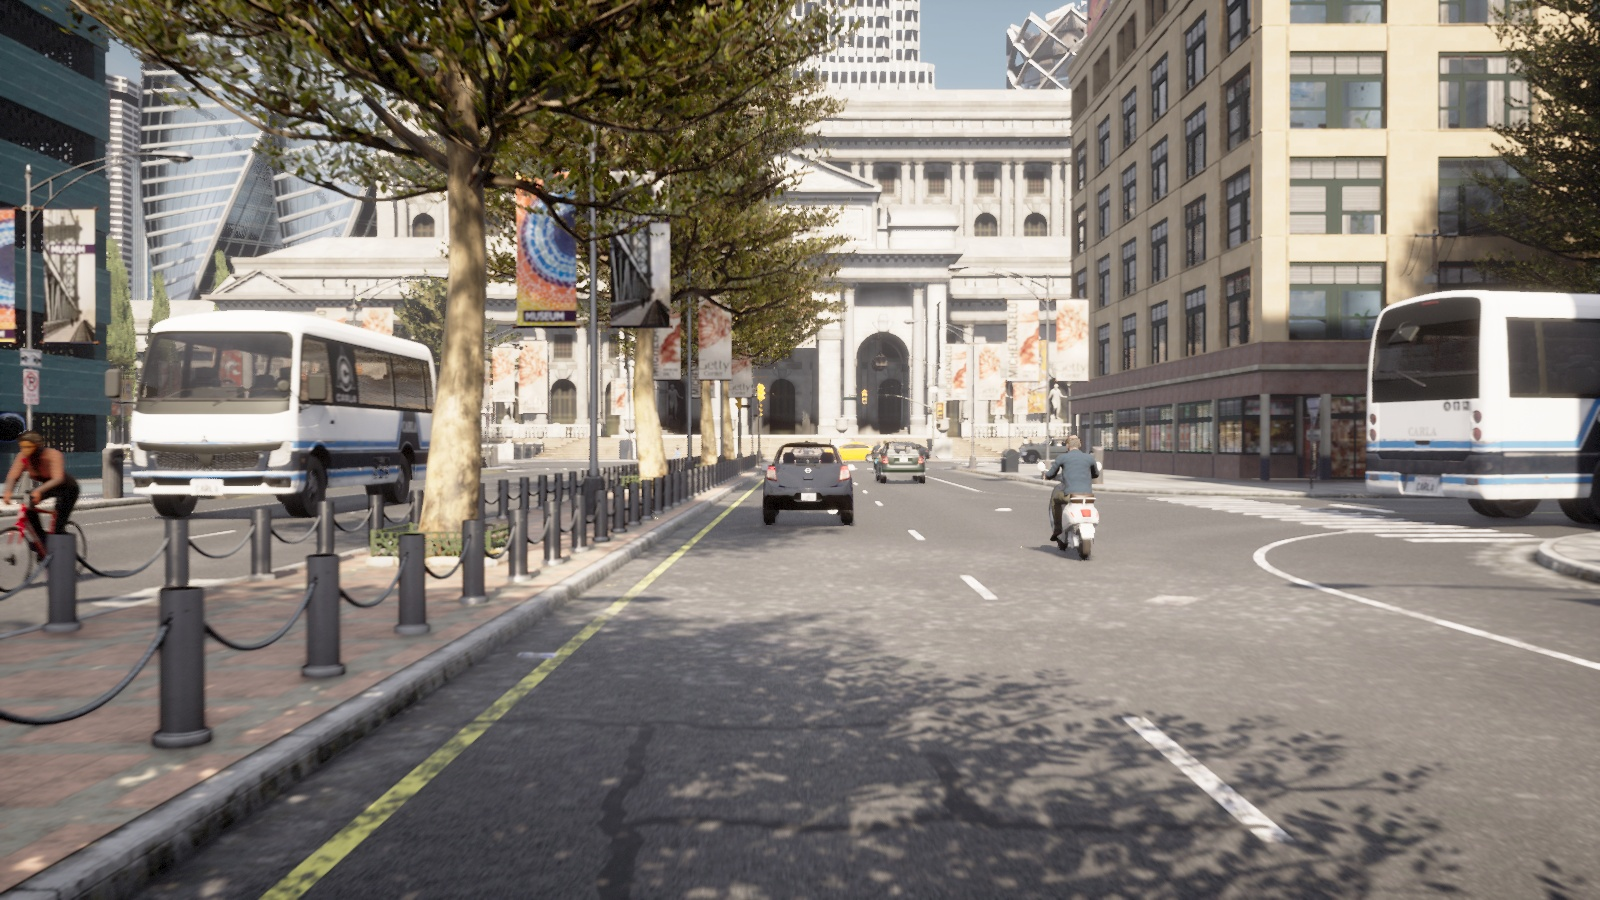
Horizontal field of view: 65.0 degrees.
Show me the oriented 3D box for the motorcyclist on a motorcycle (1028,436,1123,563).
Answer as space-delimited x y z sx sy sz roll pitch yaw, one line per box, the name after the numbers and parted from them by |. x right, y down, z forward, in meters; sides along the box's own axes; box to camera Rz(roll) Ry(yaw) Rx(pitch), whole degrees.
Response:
3.610 0.609 16.600 0.866 1.590 1.817 0 0 0 | motorcyclist on a motorcycle

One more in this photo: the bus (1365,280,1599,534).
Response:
16.643 -0.753 24.139 10.273 4.253 3.944 0 0 -13 | bus

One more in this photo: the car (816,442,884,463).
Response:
3.713 0.197 94.106 5.008 1.535 1.882 0 0 1 | car

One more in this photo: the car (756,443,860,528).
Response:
0.152 0.624 24.131 1.845 1.501 3.633 0 0 0 | car

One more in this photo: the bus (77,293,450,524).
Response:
-11.322 -0.798 28.266 3.944 4.253 10.273 0 0 0 | bus

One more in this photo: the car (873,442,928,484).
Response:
3.783 0.460 47.649 1.789 1.549 3.705 0 0 0 | car

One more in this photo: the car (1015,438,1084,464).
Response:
17.946 0.067 90.467 4.605 1.855 1.932 0 0 1 | car

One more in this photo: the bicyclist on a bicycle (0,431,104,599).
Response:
-7.911 0.620 12.913 0.582 1.620 1.656 0 1 0 | bicyclist on a bicycle
